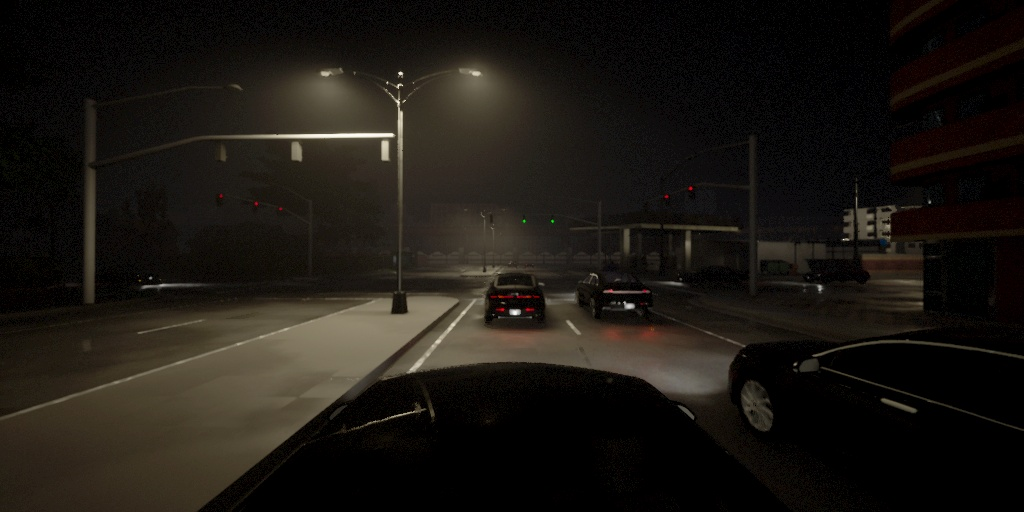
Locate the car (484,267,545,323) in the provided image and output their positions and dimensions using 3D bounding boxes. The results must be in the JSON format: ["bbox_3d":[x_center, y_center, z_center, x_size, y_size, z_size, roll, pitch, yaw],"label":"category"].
[{"bbox_3d":[0.097,1.326,12.475,1.837,1.490,4.892,0,0,0],"label":"car"}]

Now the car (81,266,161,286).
[{"bbox_3d":[-27.787,1.403,25.579,4.181,1.385,1.994,0,0,0],"label":"car"}]

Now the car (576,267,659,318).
[{"bbox_3d":[3.616,1.326,13.369,2.128,1.511,4.902,0,0,1],"label":"car"}]

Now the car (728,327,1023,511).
[{"bbox_3d":[3.602,1.272,2.490,1.837,1.490,4.892,0,0,0],"label":"car"}]

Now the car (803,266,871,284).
[{"bbox_3d":[26.533,1.514,29.316,4.674,1.442,1.812,0,0,-1],"label":"car"}]

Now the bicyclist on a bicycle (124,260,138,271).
[{"bbox_3d":[-38.264,1.184,35.988,0.582,1.620,1.656,0,0,0],"label":"bicyclist on a bicycle"}]

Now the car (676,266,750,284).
[{"bbox_3d":[16.375,1.511,29.161,5.357,1.411,2.033,0,0,-1],"label":"car"}]
